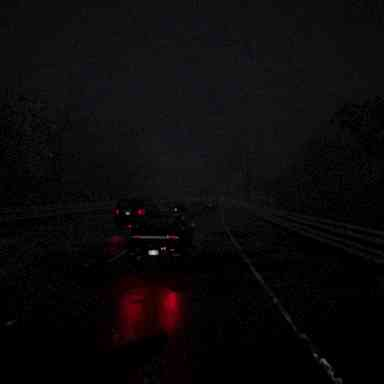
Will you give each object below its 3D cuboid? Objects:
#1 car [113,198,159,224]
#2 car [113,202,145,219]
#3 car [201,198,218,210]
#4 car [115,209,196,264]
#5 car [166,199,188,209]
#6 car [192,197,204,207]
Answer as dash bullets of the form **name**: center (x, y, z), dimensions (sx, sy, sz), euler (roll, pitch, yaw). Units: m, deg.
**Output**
- **car**: center (-3.628, 1.410, 22.720), dimensions (2.150, 2.045, 5.566), euler (0, -1, 5)
- **car**: center (-6.141, 1.800, 33.076), dimensions (1.812, 1.442, 4.674), euler (0, -1, 6)
- **car**: center (2.949, 2.018, 51.129), dimensions (1.994, 1.385, 4.181), euler (0, -1, 7)
- **car**: center (-0.958, 1.596, 12.262), dimensions (2.128, 1.511, 4.902), euler (0, 0, 4)
- **car**: center (-1.655, 1.870, 42.120), dimensions (1.837, 1.490, 4.892), euler (0, -1, 6)
- **car**: center (1.148, 2.049, 64.043), dimensions (1.882, 1.535, 5.008), euler (0, -1, 8)
